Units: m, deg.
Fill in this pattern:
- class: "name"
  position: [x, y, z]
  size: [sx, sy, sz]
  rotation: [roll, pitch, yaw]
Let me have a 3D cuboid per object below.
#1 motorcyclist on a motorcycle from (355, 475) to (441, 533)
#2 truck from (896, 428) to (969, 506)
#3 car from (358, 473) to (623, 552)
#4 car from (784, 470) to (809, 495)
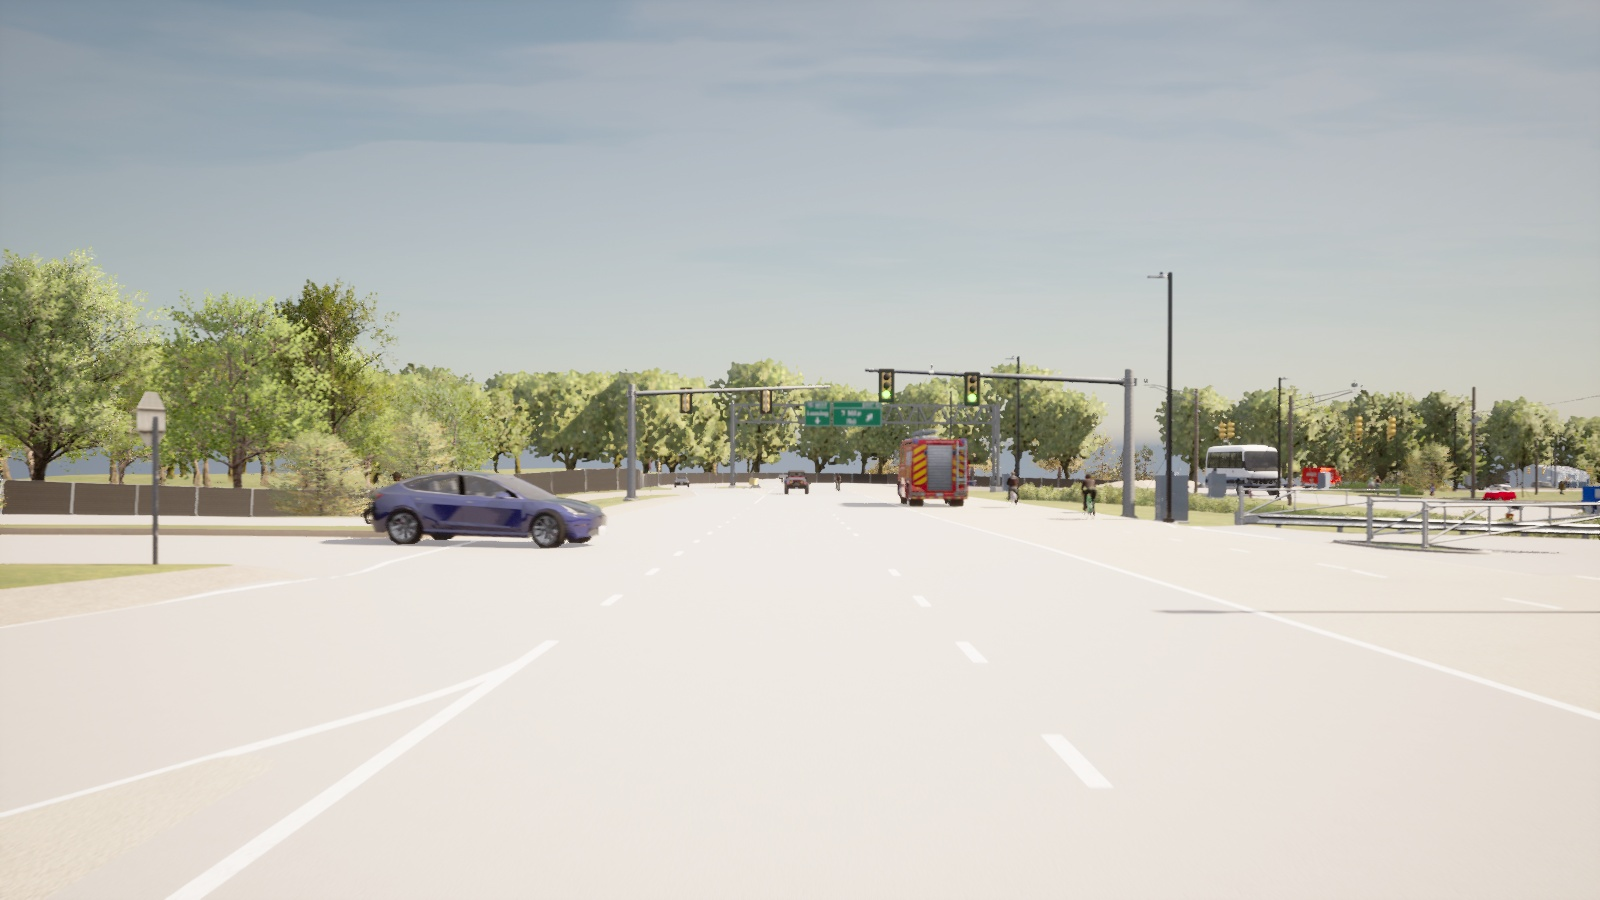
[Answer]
- class: "motorcyclist on a motorcycle"
  position: [-10.820, 1.441, 33.855]
  size: [2.044, 1.523, 0.797]
  rotation: [0, -1, 0]
- class: "truck"
  position: [6.835, 0.915, 65.979]
  size: [2.891, 3.827, 8.468]
  rotation: [0, -1, 0]
- class: "car"
  position: [-6.274, 1.232, 25.734]
  size: [4.792, 1.488, 2.163]
  rotation: [0, -1, 10]
- class: "car"
  position: [-0.241, 2.522, 98.418]
  size: [1.905, 1.878, 3.866]
  rotation: [0, -1, 0]
